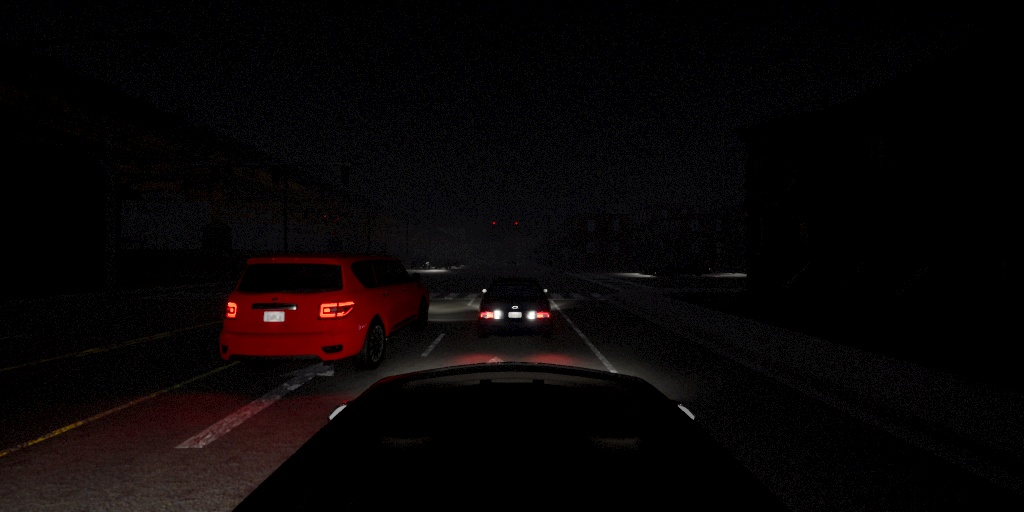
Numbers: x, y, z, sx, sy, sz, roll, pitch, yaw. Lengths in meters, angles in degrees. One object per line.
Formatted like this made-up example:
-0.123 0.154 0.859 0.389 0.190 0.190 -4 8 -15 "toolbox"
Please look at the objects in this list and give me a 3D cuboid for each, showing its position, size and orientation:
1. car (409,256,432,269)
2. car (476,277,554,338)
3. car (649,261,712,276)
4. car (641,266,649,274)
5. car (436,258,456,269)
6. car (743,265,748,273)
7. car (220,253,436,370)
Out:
-14.082 0.966 55.602 2.150 2.045 5.566 0 0 0 "car"
0.081 1.297 10.130 2.033 1.411 5.357 0 0 0 "car"
16.992 1.294 35.895 5.357 1.411 2.033 0 0 0 "car"
17.097 1.293 39.380 5.357 1.411 2.033 0 0 2 "car"
-10.586 1.235 55.395 2.128 1.511 4.902 0 0 0 "car"
28.044 1.252 39.387 4.892 1.490 1.837 0 0 0 "car"
-3.427 0.971 7.877 2.150 2.045 5.566 0 0 0 "car"
